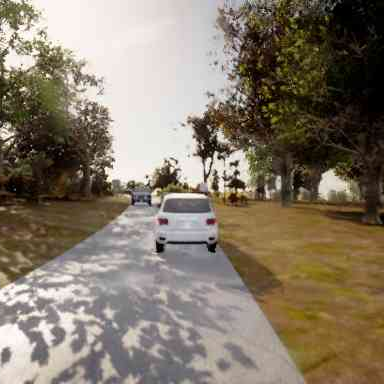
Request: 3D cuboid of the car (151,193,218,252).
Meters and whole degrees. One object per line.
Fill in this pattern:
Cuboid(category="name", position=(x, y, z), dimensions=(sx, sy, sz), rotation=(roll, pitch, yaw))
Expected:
Cuboid(category="car", position=(-0.286, 1.069, 13.430), dimensions=(2.150, 2.045, 5.566), rotation=(0, 1, -3))

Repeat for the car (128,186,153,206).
Cuboid(category="car", position=(-5.453, 0.413, 36.156), dimensions=(2.150, 2.045, 5.566), rotation=(1, 1, -8))

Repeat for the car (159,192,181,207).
Cuboid(category="car", position=(-2.563, 0.774, 36.819), dimensions=(2.033, 1.411, 5.357), rotation=(1, 1, -8))

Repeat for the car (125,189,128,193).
Cuboid(category="car", position=(-14.334, -0.160, 76.193), dimensions=(1.812, 1.442, 4.674), rotation=(1, 0, -17))
